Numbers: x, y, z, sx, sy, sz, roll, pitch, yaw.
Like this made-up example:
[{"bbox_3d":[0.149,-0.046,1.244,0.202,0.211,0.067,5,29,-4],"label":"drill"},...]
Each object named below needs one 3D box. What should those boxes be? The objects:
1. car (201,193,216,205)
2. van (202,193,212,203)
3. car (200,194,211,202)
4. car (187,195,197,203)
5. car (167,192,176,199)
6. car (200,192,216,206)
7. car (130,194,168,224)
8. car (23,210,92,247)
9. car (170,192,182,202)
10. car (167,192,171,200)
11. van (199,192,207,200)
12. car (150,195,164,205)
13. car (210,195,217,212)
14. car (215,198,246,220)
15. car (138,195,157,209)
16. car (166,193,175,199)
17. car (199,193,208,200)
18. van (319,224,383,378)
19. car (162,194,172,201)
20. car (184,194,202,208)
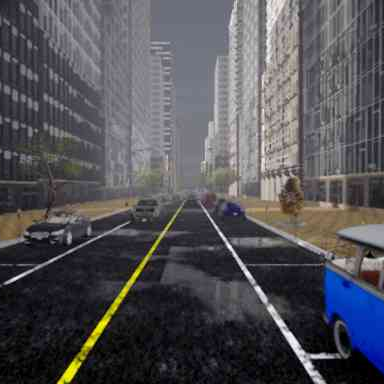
[{"bbox_3d":[2.674,1.079,54.390,2.192,1.841,5.009,-1,0,0],"label":"car"},{"bbox_3d":[2.674,1.079,60.074,1.690,1.788,3.998,-1,0,0],"label":"van"},{"bbox_3d":[2.674,1.153,65.758,1.967,1.590,4.097,-1,0,0],"label":"car"},{"bbox_3d":[0.009,1.254,60.415,1.837,1.490,4.892,0,0,0],"label":"car"},{"bbox_3d":[-5.711,0.899,94.174,2.192,1.841,5.009,-1,0,0],"label":"car"},{"bbox_3d":[2.675,1.104,48.706,2.192,1.841,5.009,-1,0,0],"label":"car"},{"bbox_3d":[-3.102,1.248,23.881,2.097,1.767,4.553,0,0,0],"label":"car"},{"bbox_3d":[-5.699,1.488,14.605,2.008,1.369,4.403,-1,0,0],"label":"car"},{"bbox_3d":[-3.021,1.213,65.957,1.837,1.490,4.892,0,0,0],"label":"car"},{"bbox_3d":[-5.706,1.279,65.757,1.947,1.339,4.313,-1,0,0],"label":"car"},{"bbox_3d":[2.671,0.977,82.807,1.690,1.788,3.998,-1,0,0],"label":"van"},{"bbox_3d":[-5.704,1.290,54.220,1.752,1.417,4.829,-1,0,0],"label":"car"},{"bbox_3d":[3.142,1.359,33.438,1.837,1.490,4.892,0,0,0],"label":"car"},{"bbox_3d":[3.146,1.411,26.438,1.812,1.442,4.674,0,0,0],"label":"car"},{"bbox_3d":[-5.704,1.253,43.022,1.967,1.590,4.097,-1,0,0],"label":"car"},{"bbox_3d":[-5.709,1.050,88.491,1.967,1.590,4.097,-1,0,0],"label":"car"},{"bbox_3d":[2.672,1.102,77.125,1.967,1.590,4.097,-1,0,0],"label":"car"},{"bbox_3d":[2.681,1.327,3.237,1.690,1.788,3.998,-1,0,0],"label":"van"},{"bbox_3d":[-5.707,1.213,77.124,2.008,1.369,4.403,-1,0,0],"label":"car"},{"bbox_3d":[0.015,1.382,44.393,1.994,1.385,4.181,0,0,1],"label":"car"}]
